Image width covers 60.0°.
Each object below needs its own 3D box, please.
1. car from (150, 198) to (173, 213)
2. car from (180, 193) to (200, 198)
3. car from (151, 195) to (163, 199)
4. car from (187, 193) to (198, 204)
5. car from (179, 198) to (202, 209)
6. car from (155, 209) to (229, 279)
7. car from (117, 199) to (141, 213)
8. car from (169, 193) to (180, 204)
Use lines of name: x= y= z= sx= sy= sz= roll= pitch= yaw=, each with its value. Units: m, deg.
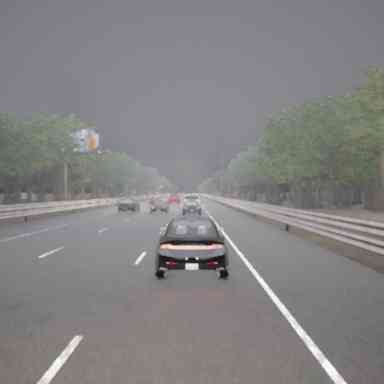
car: x=-3.489 y=1.653 z=36.955 sx=1.895 sy=1.301 sz=4.718 roll=0 pitch=0 yaw=0
car: x=0.025 y=1.282 z=39.738 sx=2.150 sy=2.045 sz=5.566 roll=0 pitch=0 yaw=1
car: x=-6.924 y=1.430 z=65.421 sx=2.097 sy=1.767 sz=4.553 roll=0 pitch=0 yaw=0
car: x=0.087 y=1.294 z=65.324 sx=2.150 sy=2.045 sz=5.566 roll=0 pitch=-1 yaw=-1
car: x=-0.009 y=1.571 z=32.660 sx=1.812 sy=1.442 sz=4.674 roll=0 pitch=0 yaw=0
car: x=-0.002 y=1.495 z=10.001 sx=2.128 sy=1.511 sz=4.902 roll=0 pitch=0 yaw=0
car: x=-6.983 y=1.529 z=37.274 sx=1.882 sy=1.535 sz=5.008 roll=0 pitch=0 yaw=0
car: x=-3.407 y=1.294 z=65.354 sx=2.150 sy=2.045 sz=5.566 roll=0 pitch=-1 yaw=-1
